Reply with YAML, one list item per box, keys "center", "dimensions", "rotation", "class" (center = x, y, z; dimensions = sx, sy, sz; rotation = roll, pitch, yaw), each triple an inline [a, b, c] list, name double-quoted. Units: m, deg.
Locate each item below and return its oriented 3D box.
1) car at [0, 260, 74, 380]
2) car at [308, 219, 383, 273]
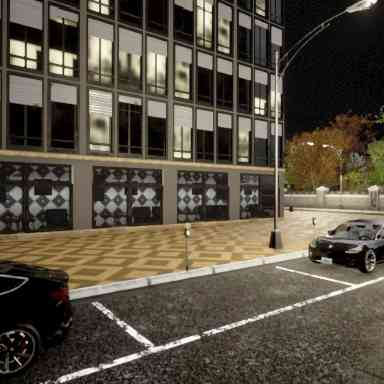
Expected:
- center: [-3.661, 1.566, 3.947]
  dimensions: [4.313, 1.339, 1.947]
  rotation: [0, 0, -36]
  class: "car"
- center: [5.569, 1.562, 10.632]
  dimensions: [4.313, 1.339, 1.947]
  rotation: [0, 0, -36]
  class: "car"
